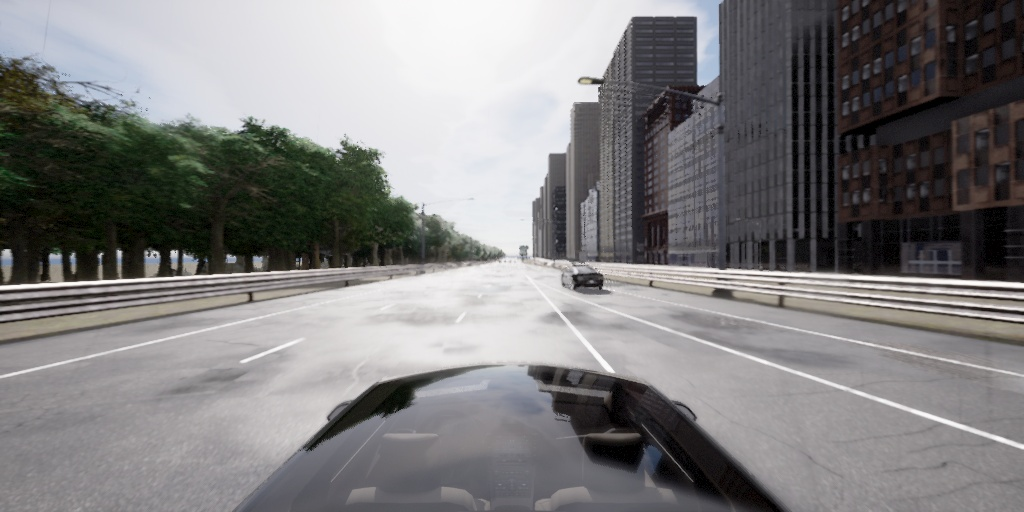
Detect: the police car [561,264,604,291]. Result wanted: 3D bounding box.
[{"bbox_3d":[4.582,1.366,24.173,1.930,1.638,5.238,0,-1,-5],"label":"police car"}]
